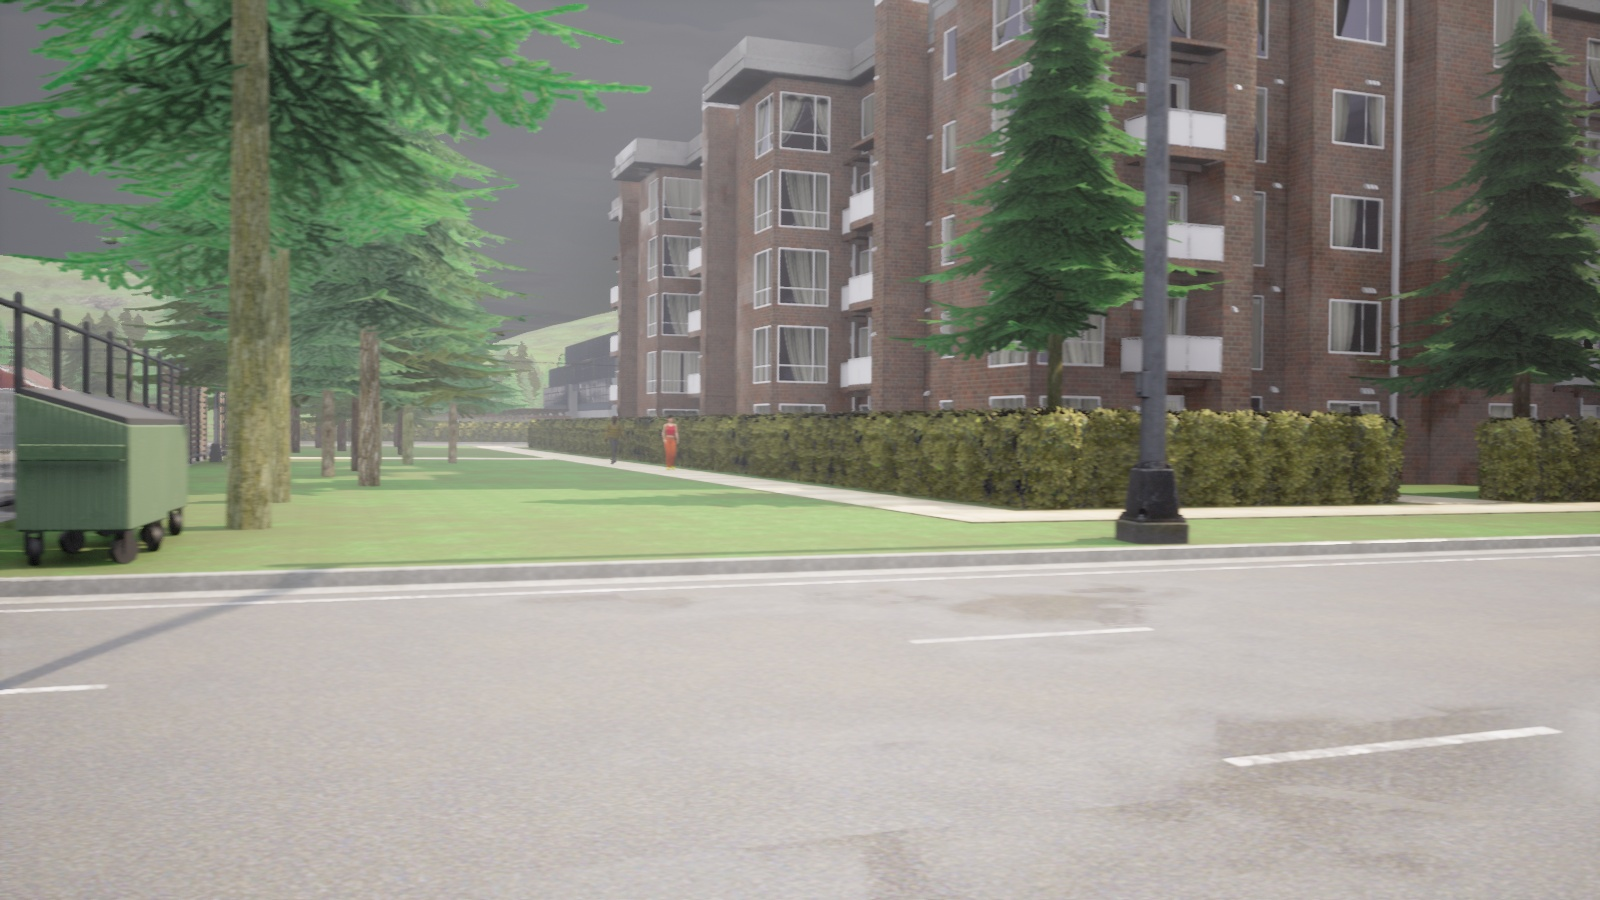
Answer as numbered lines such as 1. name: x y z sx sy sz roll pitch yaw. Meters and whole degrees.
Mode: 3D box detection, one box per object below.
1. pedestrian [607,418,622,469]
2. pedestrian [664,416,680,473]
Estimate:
1. pedestrian: -6.793 -0.247 45.958 0.370 1.835 0.726 -1 1 -21
2. pedestrian: -4.151 -0.189 40.605 0.345 1.836 0.594 -1 1 -21
